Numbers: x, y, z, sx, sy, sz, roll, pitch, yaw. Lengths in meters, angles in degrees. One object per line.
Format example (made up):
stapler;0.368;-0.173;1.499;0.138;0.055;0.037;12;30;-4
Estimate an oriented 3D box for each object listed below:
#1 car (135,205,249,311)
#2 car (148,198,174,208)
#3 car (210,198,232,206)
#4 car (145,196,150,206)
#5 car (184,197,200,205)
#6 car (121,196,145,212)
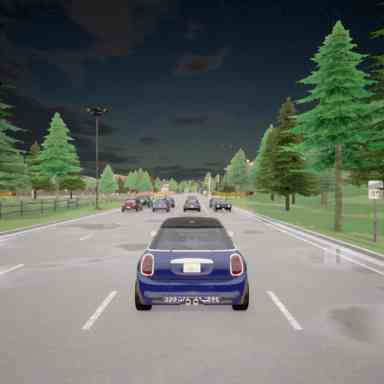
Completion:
car;0.000;1.352;7.942;2.097;1.767;4.553;0;0;0
car;-3.500;1.547;38.586;2.033;1.411;5.357;0;0;0
car;3.500;1.601;39.032;1.895;1.301;4.718;0;0;0
car;-7.000;1.352;48.976;2.097;1.767;4.553;0;0;0
car;0.000;1.564;38.969;1.994;1.385;4.181;0;0;0
car;-7.000;1.526;39.002;1.812;1.442;4.674;0;0;0
